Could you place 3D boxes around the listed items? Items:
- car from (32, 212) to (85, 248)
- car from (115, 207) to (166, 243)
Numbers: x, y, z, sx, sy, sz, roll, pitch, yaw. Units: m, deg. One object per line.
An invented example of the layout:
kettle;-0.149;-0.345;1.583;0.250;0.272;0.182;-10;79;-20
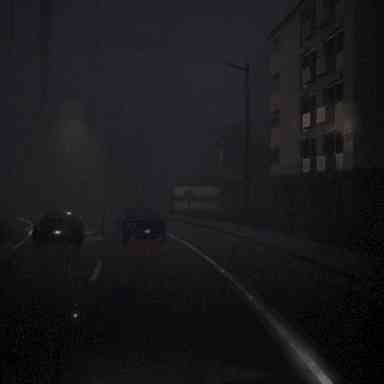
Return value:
car;-5.938;1.572;15.072;1.994;1.385;4.181;0;0;-18
car;-2.609;1.485;16.152;1.882;1.535;5.008;0;0;-18
